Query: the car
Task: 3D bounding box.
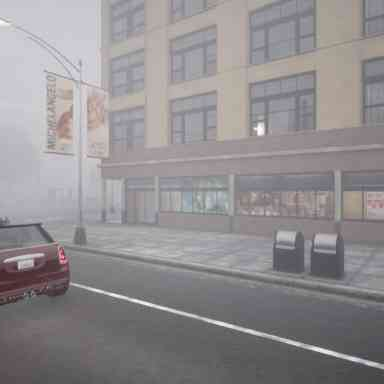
[{"bbox_3d":[-4.784,1.352,7.386,4.553,1.767,2.097,0,0,36],"label":"car"}]
